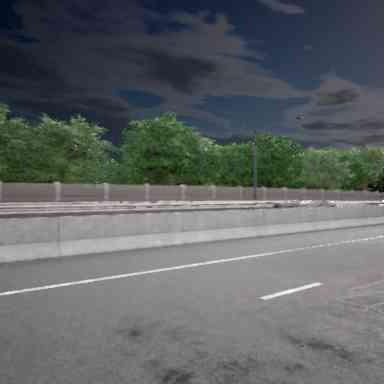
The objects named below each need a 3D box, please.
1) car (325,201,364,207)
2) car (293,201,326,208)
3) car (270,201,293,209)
[{"bbox_3d":[15.249,1.715,32.041,4.674,1.442,1.812,1,0,-35],"label":"car"},{"bbox_3d":[13.243,1.667,34.909,5.008,1.535,1.882,1,0,-35],"label":"car"},{"bbox_3d":[11.215,1.737,37.761,5.357,1.411,2.033,1,0,-35],"label":"car"}]
